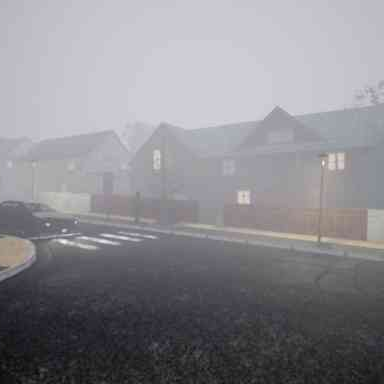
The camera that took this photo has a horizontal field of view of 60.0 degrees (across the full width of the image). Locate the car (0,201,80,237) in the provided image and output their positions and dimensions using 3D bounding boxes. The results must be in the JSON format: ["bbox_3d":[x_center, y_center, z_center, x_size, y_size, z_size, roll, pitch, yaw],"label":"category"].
[{"bbox_3d":[-7.597,1.126,15.337,5.357,1.411,2.033,3,1,32],"label":"car"}]

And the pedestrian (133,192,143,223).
[{"bbox_3d":[-3.223,0.872,19.524,0.375,1.860,0.375,-1,-4,32],"label":"pedestrian"}]
